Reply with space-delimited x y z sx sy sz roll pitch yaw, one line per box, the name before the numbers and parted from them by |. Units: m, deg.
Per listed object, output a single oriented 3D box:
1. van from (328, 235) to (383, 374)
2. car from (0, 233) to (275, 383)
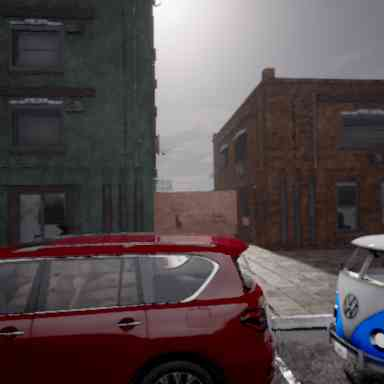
van | 3.953 1.446 4.398 3.998 1.788 1.690 0 -2 -6
car | -1.569 1.459 3.859 5.009 1.841 2.192 0 -2 -6
